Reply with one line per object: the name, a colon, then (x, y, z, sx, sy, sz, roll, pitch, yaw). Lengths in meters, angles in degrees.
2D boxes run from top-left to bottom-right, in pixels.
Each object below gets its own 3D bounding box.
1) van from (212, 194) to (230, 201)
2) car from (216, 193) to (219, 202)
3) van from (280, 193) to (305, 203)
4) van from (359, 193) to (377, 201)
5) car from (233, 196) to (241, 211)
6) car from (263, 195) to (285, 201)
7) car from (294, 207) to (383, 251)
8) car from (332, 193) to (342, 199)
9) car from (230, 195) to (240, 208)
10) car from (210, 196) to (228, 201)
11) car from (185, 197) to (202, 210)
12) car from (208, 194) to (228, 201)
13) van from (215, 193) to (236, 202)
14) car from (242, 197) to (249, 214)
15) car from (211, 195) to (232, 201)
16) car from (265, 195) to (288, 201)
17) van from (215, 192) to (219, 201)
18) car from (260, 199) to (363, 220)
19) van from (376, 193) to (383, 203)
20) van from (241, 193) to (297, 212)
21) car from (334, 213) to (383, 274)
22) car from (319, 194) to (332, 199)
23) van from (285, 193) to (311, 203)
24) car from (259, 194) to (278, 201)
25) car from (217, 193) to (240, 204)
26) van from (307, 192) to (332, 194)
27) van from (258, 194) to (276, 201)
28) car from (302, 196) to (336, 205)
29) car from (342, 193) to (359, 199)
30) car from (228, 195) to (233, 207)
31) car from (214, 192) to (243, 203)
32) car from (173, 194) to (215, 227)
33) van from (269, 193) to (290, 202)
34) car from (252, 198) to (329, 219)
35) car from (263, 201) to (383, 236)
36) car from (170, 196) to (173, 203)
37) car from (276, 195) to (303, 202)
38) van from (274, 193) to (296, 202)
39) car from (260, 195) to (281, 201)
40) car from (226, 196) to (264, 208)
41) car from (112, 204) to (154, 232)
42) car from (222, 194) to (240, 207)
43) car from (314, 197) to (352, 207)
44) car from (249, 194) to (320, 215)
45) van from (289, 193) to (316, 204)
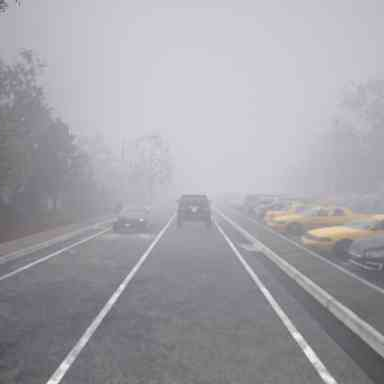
van: (7.575, 1.401, 86.813, 4.442, 1.987, 1.878, 0, -1, 0)
car: (7.247, 1.350, 59.072, 5.008, 1.535, 2.097, 0, 0, 0)
van: (20.277, 1.112, 67.286, 4.442, 1.987, 1.878, 0, 0, 0)
van: (20.030, 1.138, 33.912, 4.442, 1.987, 1.878, 0, 0, 0)
car: (7.039, 1.399, 34.087, 4.792, 1.488, 2.163, 0, 0, 0)
car: (20.510, 1.575, 83.751, 5.008, 1.535, 2.097, 0, -1, 0)
car: (6.718, 1.468, 11.890, 5.366, 1.575, 1.946, 0, 1, 0)
car: (20.160, 1.108, 39.451, 5.566, 2.045, 2.435, 0, 0, 0)
car: (7.059, 1.397, 36.863, 4.792, 1.488, 2.163, 0, 0, 0)
car: (7.528, 1.741, 92.361, 4.792, 1.488, 2.163, 0, -1, 0)
car: (0.209, 1.429, 42.022, 1.994, 1.385, 4.181, 0, 0, 0)
car: (7.491, 1.503, 95.142, 5.566, 2.045, 2.435, 0, -1, 0)
van: (7.238, 1.188, 72.936, 4.442, 1.987, 1.878, 0, -1, 0)
car: (7.056, 1.403, 28.533, 4.792, 1.488, 2.163, 0, 0, 0)
car: (7.443, 1.584, 84.035, 5.008, 1.535, 2.097, 0, -1, 0)
car: (20.489, 1.534, 80.981, 4.892, 1.521, 2.231, 0, -1, 0)
van: (7.177, 1.120, 64.624, 4.442, 1.987, 1.878, 0, 0, 0)
car: (7.151, 1.398, 20.212, 5.366, 1.575, 1.946, 0, 0, 0)
van: (20.243, 1.140, 31.140, 4.442, 1.987, 1.878, 0, 0, 0)
van: (7.164, 1.145, 31.309, 4.442, 1.987, 1.878, 0, 0, 0)
car: (6.890, 1.499, 9.113, 4.892, 1.521, 2.231, 0, 1, 0)
car: (20.223, 1.355, 44.992, 5.008, 1.535, 2.097, 0, 0, 0)
van: (20.489, 1.115, 64.382, 4.442, 1.987, 1.878, 0, 0, 0)
car: (20.525, 1.535, 89.294, 4.553, 1.767, 2.185, 0, -1, 0)
car: (7.006, 1.354, 50.744, 5.366, 1.575, 1.946, 0, 0, 0)
van: (20.387, 1.125, 50.656, 4.442, 1.987, 1.878, 0, 0, 0)
van: (20.694, 1.477, 92.064, 4.442, 1.987, 1.878, 0, -1, 0)
car: (20.288, 1.389, 53.301, 4.674, 1.452, 2.002, 0, 0, 0)
car: (20.139, 1.110, 36.680, 5.566, 2.045, 2.435, 0, 0, 0)
car: (7.080, 1.395, 39.639, 4.792, 1.488, 2.163, 0, 0, 0)
car: (7.342, 1.093, 67.399, 5.566, 2.045, 2.435, 0, 0, 0)
car: (0.131, 1.134, 22.254, 2.150, 2.045, 5.566, 0, 0, 0)
van: (20.591, 1.265, 78.214, 4.442, 1.987, 1.878, 0, -1, 0)
car: (6.980, 1.387, 22.981, 4.892, 1.521, 2.231, 0, 0, 0)
car: (6.760, 1.417, 17.563, 5.366, 1.575, 1.946, 0, 1, 0)
car: (-3.050, 1.387, 62.892, 2.128, 1.511, 4.902, 0, 0, 1)
car: (20.418, 1.363, 69.903, 5.008, 1.535, 2.097, 0, -1, 0)
van: (20.316, 1.180, 72.677, 4.442, 1.987, 1.878, 0, -1, 0)
car: (20.532, 1.619, 86.647, 5.008, 1.535, 2.097, 0, -1, 0)
car: (7.156, 1.362, 45.191, 4.892, 1.521, 2.231, 0, 0, 0)
car: (-3.328, 1.445, 19.534, 1.812, 1.442, 4.674, 0, 0, 0)
car: (6.944, 1.360, 42.416, 5.366, 1.575, 1.946, 0, 0, 0)
car: (20.253, 1.393, 47.887, 4.674, 1.452, 2.002, 0, 0, 0)
car: (7.038, 1.253, 25.760, 4.553, 1.767, 2.185, 0, 0, 0)
van: (20.469, 1.117, 61.737, 4.442, 1.987, 1.878, 0, 0, 0)
